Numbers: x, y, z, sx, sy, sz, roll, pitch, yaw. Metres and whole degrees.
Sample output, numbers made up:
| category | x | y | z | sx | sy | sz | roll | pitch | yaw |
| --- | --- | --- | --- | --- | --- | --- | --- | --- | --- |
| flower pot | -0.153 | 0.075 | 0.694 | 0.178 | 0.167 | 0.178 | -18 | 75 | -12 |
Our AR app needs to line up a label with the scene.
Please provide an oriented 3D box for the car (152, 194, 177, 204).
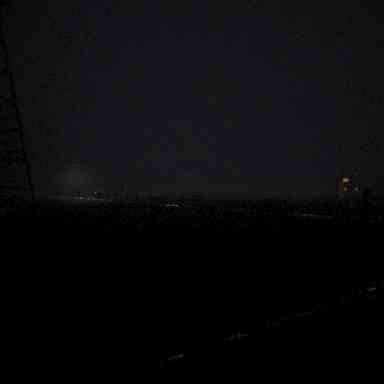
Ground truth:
| category | x | y | z | sx | sy | sz | roll | pitch | yaw |
| --- | --- | --- | --- | --- | --- | --- | --- | --- | --- |
| car | -3.909 | 1.019 | 47.424 | 1.994 | 1.385 | 4.181 | 0 | 0 | -36 |

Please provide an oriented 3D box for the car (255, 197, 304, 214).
| category | x | y | z | sx | sy | sz | roll | pitch | yaw |
| --- | --- | --- | --- | --- | --- | --- | --- | --- | --- |
| car | 8.086 | 1.203 | 31.074 | 2.128 | 1.511 | 4.902 | 0 | 1 | -36 |

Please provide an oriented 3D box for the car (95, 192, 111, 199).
| category | x | y | z | sx | sy | sz | roll | pitch | yaw |
| --- | --- | --- | --- | --- | --- | --- | --- | --- | --- |
| car | -17.844 | 0.685 | 66.417 | 1.812 | 1.442 | 4.674 | 0 | 1 | -36 |
